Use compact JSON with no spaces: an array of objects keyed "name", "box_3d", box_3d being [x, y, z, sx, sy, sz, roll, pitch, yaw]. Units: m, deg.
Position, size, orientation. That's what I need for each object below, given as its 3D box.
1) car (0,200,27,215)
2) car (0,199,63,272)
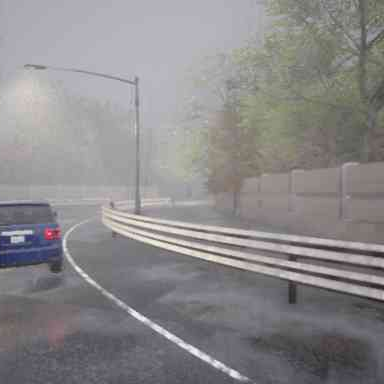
[{"name":"car","box_3d":[-19.512,1.596,34.149,1.994,1.385,4.181,0,0,44]},{"name":"car","box_3d":[-5.398,1.225,10.296,2.150,2.045,5.566,-1,0,-28]}]
